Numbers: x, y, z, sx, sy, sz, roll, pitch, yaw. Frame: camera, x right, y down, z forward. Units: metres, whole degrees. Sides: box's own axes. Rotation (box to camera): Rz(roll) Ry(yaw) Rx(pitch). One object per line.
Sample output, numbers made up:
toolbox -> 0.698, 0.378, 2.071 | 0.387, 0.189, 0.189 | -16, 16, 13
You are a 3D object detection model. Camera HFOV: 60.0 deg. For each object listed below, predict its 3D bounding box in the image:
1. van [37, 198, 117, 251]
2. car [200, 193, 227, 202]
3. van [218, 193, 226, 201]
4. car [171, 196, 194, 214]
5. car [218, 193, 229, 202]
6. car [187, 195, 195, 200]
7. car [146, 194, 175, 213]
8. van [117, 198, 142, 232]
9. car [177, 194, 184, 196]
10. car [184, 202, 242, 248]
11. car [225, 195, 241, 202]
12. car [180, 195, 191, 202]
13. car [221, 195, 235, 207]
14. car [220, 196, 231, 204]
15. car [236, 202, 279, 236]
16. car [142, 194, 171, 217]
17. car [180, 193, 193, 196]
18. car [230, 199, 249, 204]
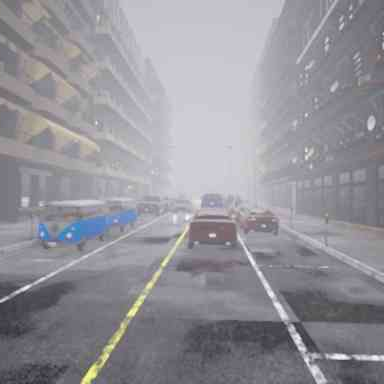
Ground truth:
van -> -4.575, 1.234, 13.326 | 1.690, 1.788, 3.998 | 2, 0, 3
car -> 1.964, 1.117, 32.440 | 2.150, 2.045, 5.566 | 1, 0, 3
van -> 7.191, 1.217, 79.059 | 1.690, 1.788, 3.998 | 2, 0, 3
car -> -0.884, 1.410, 33.526 | 2.033, 1.411, 5.357 | 1, 0, 4
car -> 6.864, 1.189, 73.537 | 2.192, 1.841, 5.009 | 2, 0, 3
car -> -0.317, 1.377, 85.101 | 1.802, 1.307, 4.206 | 2, 0, 3
car -> -3.261, 1.148, 35.410 | 2.192, 1.841, 5.009 | 2, 0, 3
van -> -4.247, 1.217, 18.849 | 1.690, 1.788, 3.998 | 2, 0, 3
car -> -2.613, 1.376, 46.454 | 1.947, 1.339, 4.313 | 2, 0, 3
car -> 0.897, 1.423, 14.548 | 1.882, 1.535, 5.008 | 1, 0, 3
car -> 4.276, 1.371, 29.362 | 1.967, 1.590, 4.097 | 2, 0, 3
car -> -1.300, 1.335, 68.536 | 1.887, 1.381, 4.507 | 2, 0, 3
car -> 5.547, 1.327, 51.450 | 1.967, 1.590, 4.097 | 2, 0, 3
car -> 6.200, 1.458, 62.494 | 1.802, 1.307, 4.206 | 2, 0, 3
car -> 3.608, 1.505, 18.321 | 1.887, 1.381, 4.507 | 2, 0, 3
car -> -3.590, 1.161, 29.890 | 2.192, 1.841, 5.009 | 2, 0, 3
car -> -1.621, 1.107, 63.014 | 2.192, 1.841, 5.009 | 2, 0, 3
car -> 3.936, 1.489, 23.841 | 1.887, 1.381, 4.507 | 2, 0, 3
